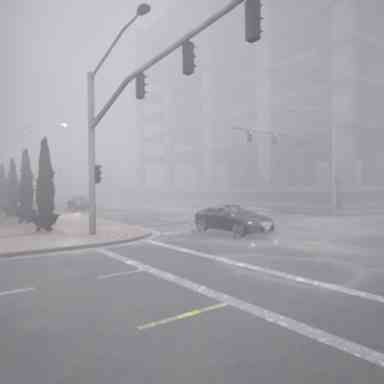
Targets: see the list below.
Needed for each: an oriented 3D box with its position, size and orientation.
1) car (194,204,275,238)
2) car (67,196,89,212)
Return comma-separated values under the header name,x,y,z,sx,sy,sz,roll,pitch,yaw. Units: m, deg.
name,x,y,z,sx,sy,sz,roll,pitch,yaw
car,2.029,1.388,17.128,2.128,1.511,4.902,-1,0,-35
car,-12.792,1.248,38.145,2.097,1.767,4.553,-1,0,-35
